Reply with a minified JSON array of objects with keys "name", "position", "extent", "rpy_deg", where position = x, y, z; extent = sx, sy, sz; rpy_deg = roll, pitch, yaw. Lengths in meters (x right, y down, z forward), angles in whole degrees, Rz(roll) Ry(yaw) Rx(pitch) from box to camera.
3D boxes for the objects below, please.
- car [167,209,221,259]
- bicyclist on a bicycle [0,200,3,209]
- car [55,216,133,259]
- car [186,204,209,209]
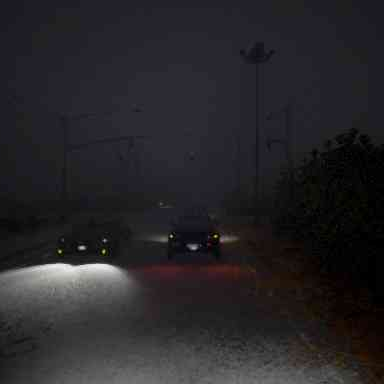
[{"name":"car","position":[0.091,1.572,12.777],"extent":[1.812,1.442,4.674],"rpy_deg":[0,-1,1]},{"name":"bicyclist on a bicycle","position":[-22.562,1.563,38.903],"extent":[0.582,1.620,1.656],"rpy_deg":[0,0,3]},{"name":"car","position":[-3.531,1.610,12.696],"extent":[1.994,1.385,4.181],"rpy_deg":[0,0,1]},{"name":"car","position":[0.449,1.701,27.914],"extent":[1.895,1.301,4.718],"rpy_deg":[0,0,3]}]
